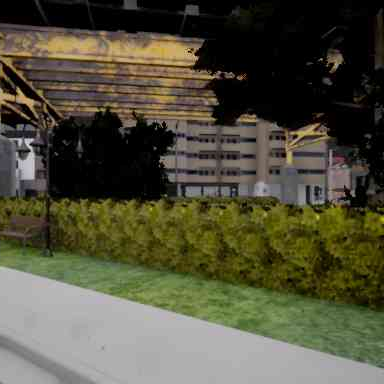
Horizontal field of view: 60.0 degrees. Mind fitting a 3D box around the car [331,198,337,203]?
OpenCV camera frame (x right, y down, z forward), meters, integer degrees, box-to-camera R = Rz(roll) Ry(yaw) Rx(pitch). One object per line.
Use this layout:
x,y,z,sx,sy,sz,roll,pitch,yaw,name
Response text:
14.892,1.350,31.183,4.553,1.767,2.097,0,0,-9,car
